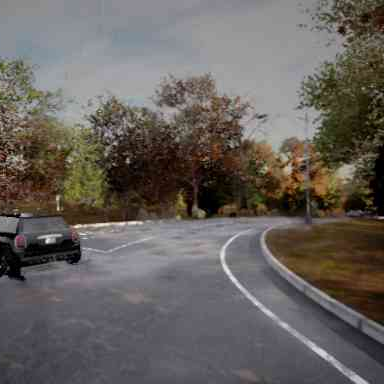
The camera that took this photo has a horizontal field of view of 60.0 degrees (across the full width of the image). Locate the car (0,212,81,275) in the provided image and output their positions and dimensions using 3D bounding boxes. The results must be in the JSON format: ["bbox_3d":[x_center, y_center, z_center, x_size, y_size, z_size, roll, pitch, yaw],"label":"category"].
[{"bbox_3d":[-5.642,1.463,11.154,4.553,1.767,2.097,-1,0,44],"label":"car"}]

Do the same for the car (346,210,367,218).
[{"bbox_3d":[25.135,3.482,51.030,2.033,1.411,5.357,-1,-5,38],"label":"car"}]

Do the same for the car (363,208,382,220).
[{"bbox_3d":[34.094,4.231,62.598,2.150,2.045,5.566,-1,-5,39],"label":"car"}]
